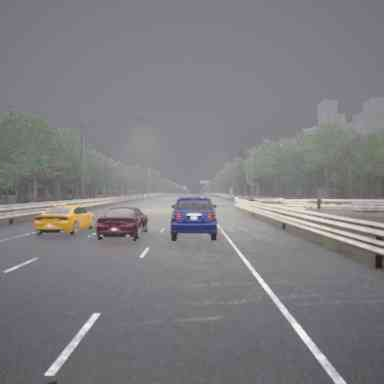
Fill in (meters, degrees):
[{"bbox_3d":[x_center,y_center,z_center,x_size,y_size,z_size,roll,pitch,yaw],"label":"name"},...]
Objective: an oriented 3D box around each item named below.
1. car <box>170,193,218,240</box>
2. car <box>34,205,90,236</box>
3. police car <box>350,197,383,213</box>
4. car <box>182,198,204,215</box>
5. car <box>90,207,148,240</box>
[{"bbox_3d":[0.107,1.227,17.086,2.150,2.045,5.566,0,0,0],"label":"car"},{"bbox_3d":[-6.904,1.484,18.574,1.882,1.535,5.008,0,0,0],"label":"car"},{"bbox_3d":[17.362,1.278,31.260,2.038,1.542,4.974,0,-1,-30],"label":"police car"},{"bbox_3d":[0.089,1.475,35.300,2.128,1.511,4.902,0,0,0],"label":"car"},{"bbox_3d":[-3.402,1.483,16.997,1.882,1.535,5.008,0,0,0],"label":"car"}]
